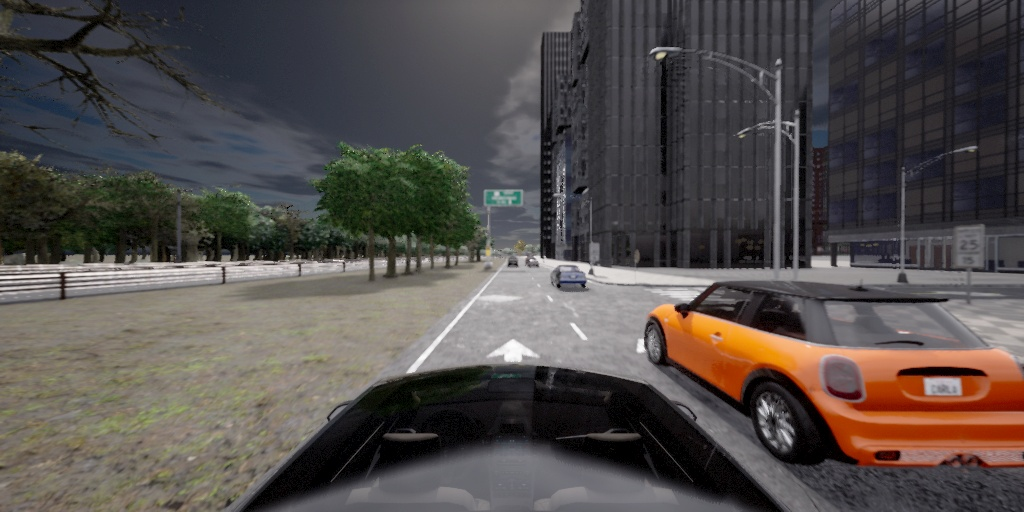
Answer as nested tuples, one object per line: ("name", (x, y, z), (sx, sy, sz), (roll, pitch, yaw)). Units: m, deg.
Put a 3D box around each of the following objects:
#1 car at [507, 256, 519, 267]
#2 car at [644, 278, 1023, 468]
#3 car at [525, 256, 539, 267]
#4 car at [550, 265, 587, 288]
("car", (0.142, 1.144, 61.659), (1.837, 1.490, 4.892), (0, 0, 0))
("car", (3.603, 1.108, 5.120), (2.097, 1.767, 4.553), (0, 0, 0))
("car", (3.642, 1.195, 61.651), (2.033, 1.411, 5.357), (0, 0, 0))
("car", (3.637, 1.278, 23.802), (2.033, 1.411, 5.357), (0, 0, 0))
